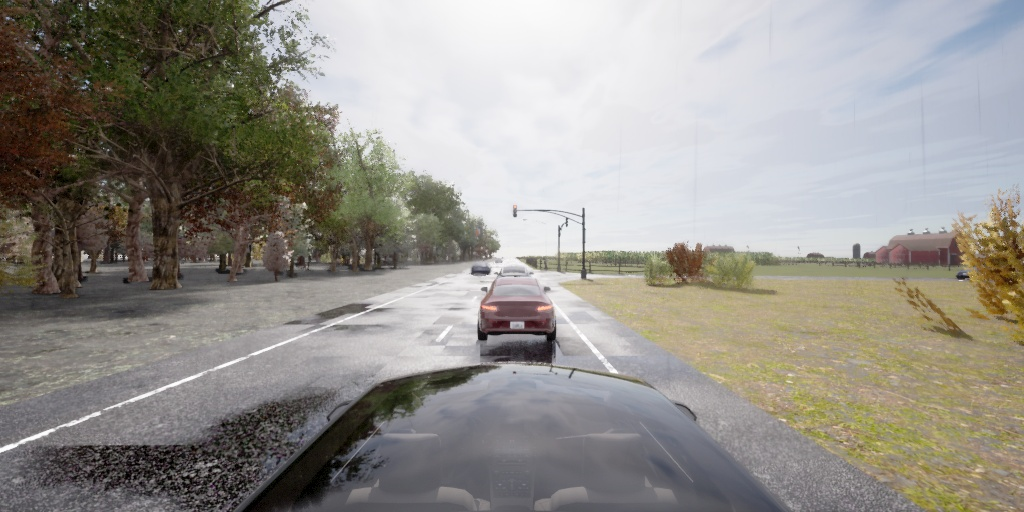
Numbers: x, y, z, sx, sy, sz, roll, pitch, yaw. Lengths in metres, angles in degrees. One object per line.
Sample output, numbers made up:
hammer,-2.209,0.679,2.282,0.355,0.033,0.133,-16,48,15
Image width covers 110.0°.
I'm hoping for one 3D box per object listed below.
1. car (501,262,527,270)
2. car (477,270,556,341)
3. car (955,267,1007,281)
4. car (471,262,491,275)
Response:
car,0.104,1.259,19.042,1.837,1.490,4.892,0,0,0
car,0.111,1.278,9.780,1.812,1.442,4.674,0,0,0
car,48.942,1.845,37.138,4.181,1.385,1.994,1,-1,0
car,-3.389,1.321,40.006,1.994,1.385,4.181,0,0,0
